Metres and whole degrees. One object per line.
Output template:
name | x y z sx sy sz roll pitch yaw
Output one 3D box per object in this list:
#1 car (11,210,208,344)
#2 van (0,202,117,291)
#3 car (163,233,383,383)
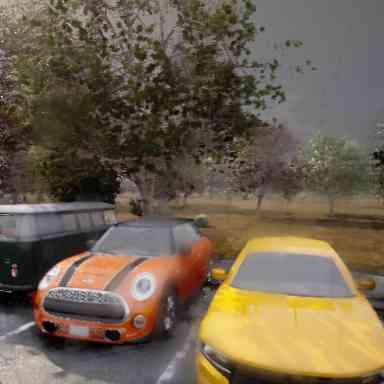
car | -0.959 1.369 6.796 2.185 1.767 4.553 1 -1 16
van | -3.355 1.272 8.599 1.878 1.987 4.442 0 -1 16
car | 1.451 1.489 5.052 2.097 1.535 5.008 1 -1 15
